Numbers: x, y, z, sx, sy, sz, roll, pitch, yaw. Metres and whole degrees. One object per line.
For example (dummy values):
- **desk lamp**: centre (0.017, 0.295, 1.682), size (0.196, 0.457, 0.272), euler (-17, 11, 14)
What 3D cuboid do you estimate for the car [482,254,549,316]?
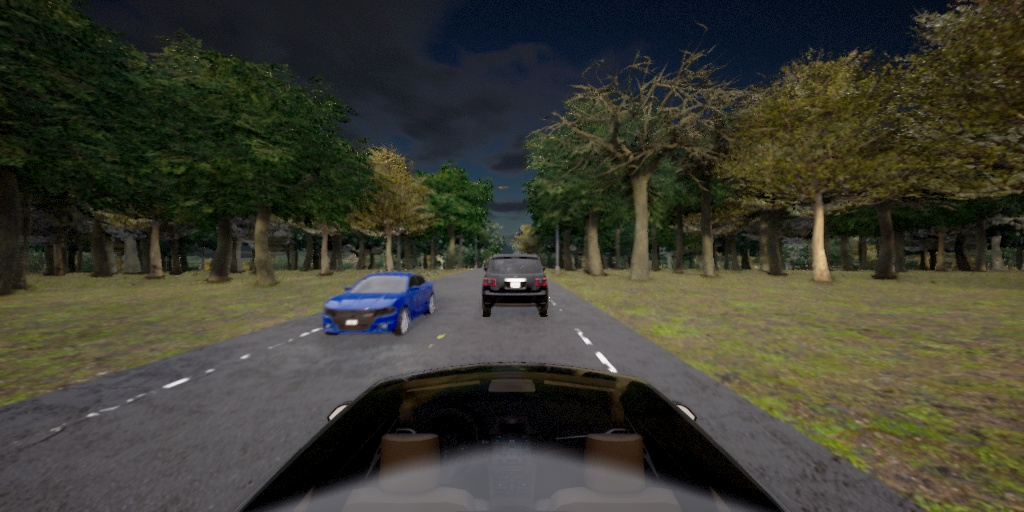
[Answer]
- **car**: centre (0.101, 0.951, 13.365), size (2.150, 2.045, 5.566), euler (0, 0, 0)

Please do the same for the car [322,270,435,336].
- **car**: centre (-3.598, 1.210, 10.552), size (1.882, 1.535, 5.008), euler (0, 0, 0)
